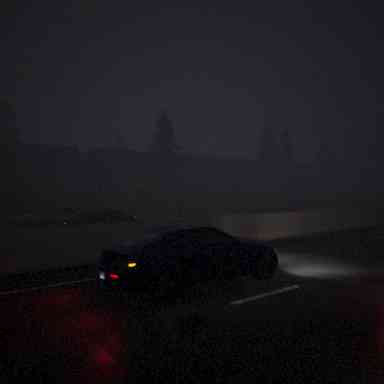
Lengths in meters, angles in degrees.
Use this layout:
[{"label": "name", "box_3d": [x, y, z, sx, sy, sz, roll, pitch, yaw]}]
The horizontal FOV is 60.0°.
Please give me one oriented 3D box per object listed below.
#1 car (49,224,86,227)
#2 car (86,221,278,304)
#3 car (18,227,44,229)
[{"label": "car", "box_3d": [-5.008, 1.518, 17.608, 4.181, 1.385, 1.994, -1, 0, -35]}, {"label": "car", "box_3d": [0.047, 1.490, 8.074, 4.674, 1.442, 1.812, -1, 0, -35]}, {"label": "car", "box_3d": [-8.209, 1.566, 19.627, 4.718, 1.301, 1.895, -1, 0, -35]}]
